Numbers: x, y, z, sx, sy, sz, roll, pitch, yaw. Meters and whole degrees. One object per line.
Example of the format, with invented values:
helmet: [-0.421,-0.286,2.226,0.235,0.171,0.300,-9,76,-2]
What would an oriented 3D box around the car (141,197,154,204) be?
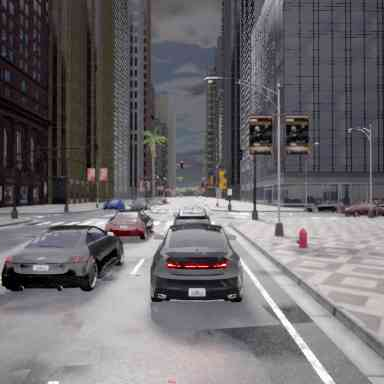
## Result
car: [-9.853,1.948,73.902,2.033,1.411,5.357,0,0,0]

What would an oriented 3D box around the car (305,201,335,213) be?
car: [15.133,1.660,37.817,4.313,1.339,1.947,0,0,-1]

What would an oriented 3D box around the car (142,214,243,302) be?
car: [0.090,1.515,8.251,1.837,1.490,4.892,0,0,0]

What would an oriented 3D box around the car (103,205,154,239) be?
car: [-3.173,1.601,17.425,1.994,1.385,4.181,0,0,0]

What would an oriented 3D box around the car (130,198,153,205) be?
car: [-6.656,1.536,43.182,2.097,1.767,4.553,0,0,0]

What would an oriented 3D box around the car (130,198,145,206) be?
car: [-9.898,1.870,61.001,1.994,1.385,4.181,0,0,0]

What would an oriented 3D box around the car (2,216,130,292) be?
car: [-3.168,1.576,9.026,1.994,1.385,4.181,0,0,1]

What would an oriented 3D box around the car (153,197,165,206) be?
car: [-6.647,1.910,61.424,1.895,1.301,4.718,0,0,0]

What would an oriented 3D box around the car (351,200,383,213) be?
car: [20.773,1.641,37.912,4.313,1.339,1.947,0,0,-1]

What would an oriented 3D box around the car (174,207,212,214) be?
car: [0.026,1.529,17.572,2.128,1.511,4.902,0,0,0]

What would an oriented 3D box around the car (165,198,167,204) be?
car: [-6.604,1.889,74.224,1.882,1.535,5.008,0,0,0]

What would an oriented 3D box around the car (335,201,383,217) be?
car: [15.275,1.575,29.293,4.206,1.307,1.802,0,0,-1]

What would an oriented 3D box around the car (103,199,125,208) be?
car: [-10.009,1.659,42.920,1.882,1.535,5.008,0,0,2]
